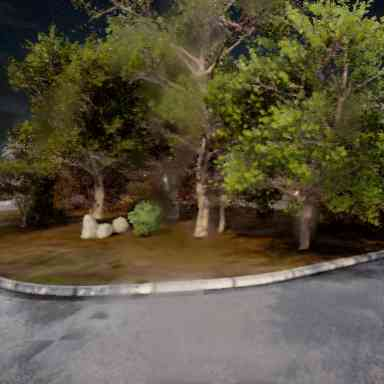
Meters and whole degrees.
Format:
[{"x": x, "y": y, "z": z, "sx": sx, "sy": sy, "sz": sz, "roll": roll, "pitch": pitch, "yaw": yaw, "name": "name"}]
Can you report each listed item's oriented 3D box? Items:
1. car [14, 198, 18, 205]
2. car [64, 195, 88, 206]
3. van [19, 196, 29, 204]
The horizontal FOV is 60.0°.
[{"x": -25.768, "y": 1.181, "z": 50.458, "sx": 1.946, "sy": 1.575, "sz": 5.366, "roll": -1, "pitch": 1, "yaw": -36, "name": "car"}, {"x": -14.486, "y": 1.238, "z": 43.004, "sx": 1.946, "sy": 1.575, "sz": 5.366, "roll": 0, "pitch": 1, "yaw": -36, "name": "car"}, {"x": -19.092, "y": 1.058, "z": 40.063, "sx": 1.878, "sy": 1.987, "sz": 4.442, "roll": -1, "pitch": 1, "yaw": -36, "name": "van"}]
